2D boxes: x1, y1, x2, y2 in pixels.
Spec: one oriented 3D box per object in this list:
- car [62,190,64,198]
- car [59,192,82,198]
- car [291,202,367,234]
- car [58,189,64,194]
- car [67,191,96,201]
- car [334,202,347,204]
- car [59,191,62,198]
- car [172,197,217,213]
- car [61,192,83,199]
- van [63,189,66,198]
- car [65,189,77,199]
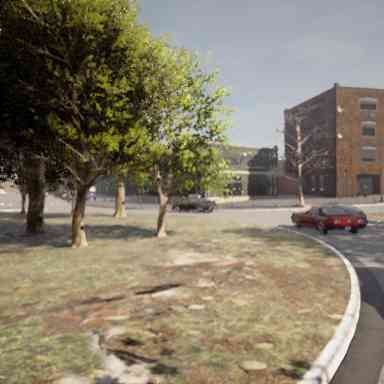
[{"bbox_3d":[-27.105,0.794,77.093,4.553,1.767,2.185,-1,1,-26],"label":"car"},{"bbox_3d":[-31.796,0.740,87.173,5.366,1.575,1.946,-1,1,-26],"label":"car"},{"bbox_3d":[7.191,1.441,18.143,1.895,1.301,4.718,0,0,-8],"label":"car"},{"bbox_3d":[-30.729,0.537,84.597,5.566,2.045,2.435,-1,1,-26],"label":"car"},{"bbox_3d":[-21.171,1.118,64.660,4.792,1.488,2.163,-1,1,-26],"label":"car"},{"bbox_3d":[9.297,1.366,21.916,1.994,1.385,4.181,0,0,-16],"label":"car"},{"bbox_3d":[-28.399,0.874,79.695,5.008,1.535,2.097,-1,1,-26],"label":"car"},{"bbox_3d":[0.203,1.287,33.610,4.902,1.511,2.128,0,0,33],"label":"car"},{"bbox_3d":[-29.542,0.833,82.090,4.892,1.521,2.231,-1,1,-26],"label":"car"},{"bbox_3d":[-24.876,0.775,72.132,4.442,1.987,1.878,-1,1,-26],"label":"van"},{"bbox_3d":[-23.478,0.908,69.579,4.553,1.767,2.185,-1,1,-26],"label":"car"}]
